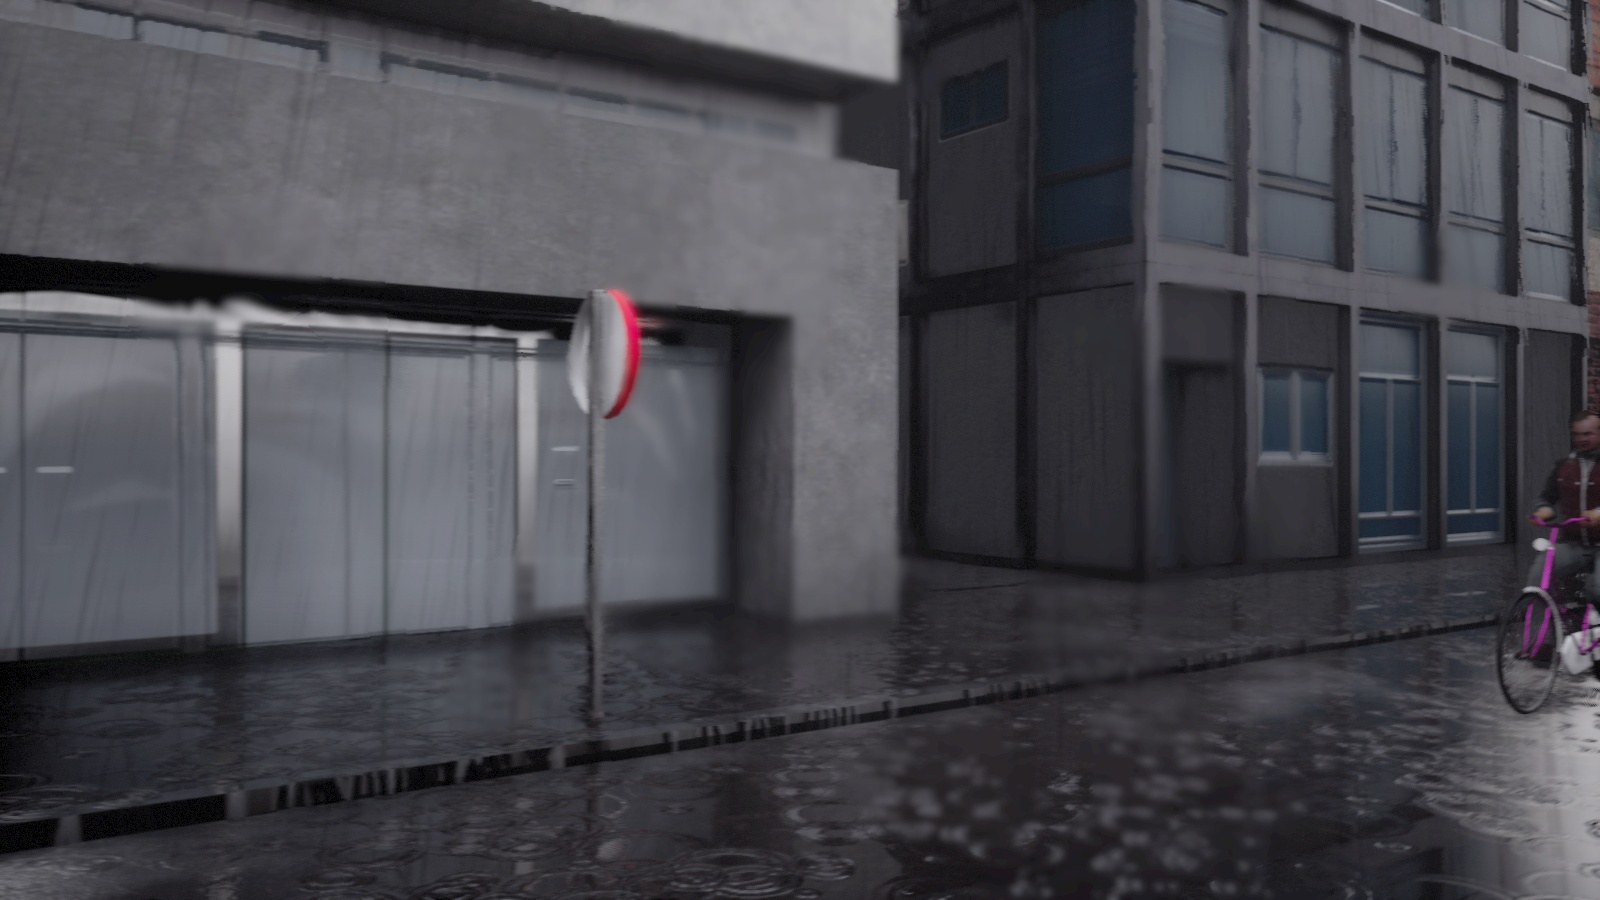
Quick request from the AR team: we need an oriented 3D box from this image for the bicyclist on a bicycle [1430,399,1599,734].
[{"bbox_3d":[4.560,0.624,7.465,1.843,1.776,0.659,0,0,-35],"label":"bicyclist on a bicycle"}]
